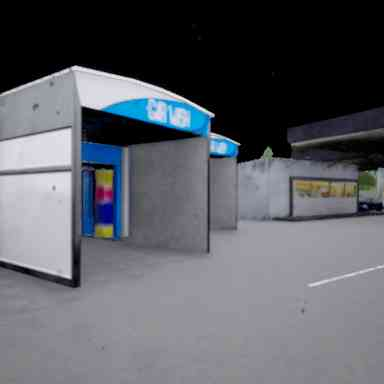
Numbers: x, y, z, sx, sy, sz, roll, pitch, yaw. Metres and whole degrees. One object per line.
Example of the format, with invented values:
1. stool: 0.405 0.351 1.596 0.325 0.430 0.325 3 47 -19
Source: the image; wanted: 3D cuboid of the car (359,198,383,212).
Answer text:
1. car: 20.844 1.552 39.757 4.611 1.667 2.242 0 0 -36
